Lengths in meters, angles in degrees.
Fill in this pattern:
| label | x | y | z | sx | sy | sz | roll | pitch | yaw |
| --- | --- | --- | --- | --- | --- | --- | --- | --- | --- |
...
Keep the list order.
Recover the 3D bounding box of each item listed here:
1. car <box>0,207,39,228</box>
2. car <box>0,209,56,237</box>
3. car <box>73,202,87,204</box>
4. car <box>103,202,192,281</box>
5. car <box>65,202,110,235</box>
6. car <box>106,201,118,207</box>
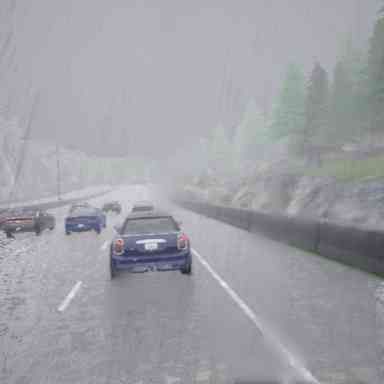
| label | x | y | z | sx | sy | sz | roll | pitch | yaw |
| --- | --- | --- | --- | --- | --- | --- | --- | --- | --- |
| car | -14.684 | 2.096 | 28.201 | 1.994 | 1.385 | 4.181 | -3 | 0 | -9 |
| car | -10.028 | 1.850 | 20.905 | 2.128 | 1.511 | 4.902 | -3 | 0 | -9 |
| car | -12.664 | 1.884 | 38.043 | 2.128 | 1.511 | 4.902 | -3 | 0 | -9 |
| car | -1.331 | 1.367 | 10.308 | 2.097 | 1.767 | 4.553 | -3 | 0 | -9 |
| car | -6.438 | 1.677 | 20.558 | 1.882 | 1.535 | 5.008 | -3 | 1 | -9 |
| car | -9.084 | 1.743 | 37.775 | 1.837 | 1.490 | 4.892 | -3 | 1 | -9 |
